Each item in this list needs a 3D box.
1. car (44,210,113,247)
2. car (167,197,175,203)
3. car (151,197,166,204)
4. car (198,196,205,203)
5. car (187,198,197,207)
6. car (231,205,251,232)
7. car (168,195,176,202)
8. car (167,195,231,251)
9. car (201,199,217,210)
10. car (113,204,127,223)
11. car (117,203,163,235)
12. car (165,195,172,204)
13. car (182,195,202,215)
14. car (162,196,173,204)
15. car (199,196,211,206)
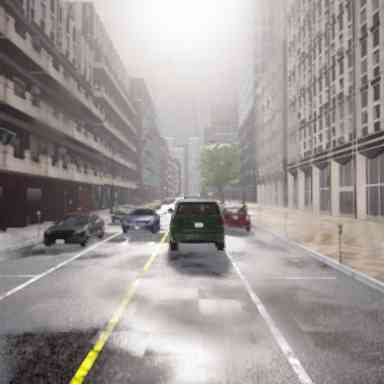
[{"bbox_3d":[-5.347,1.656,15.676,1.947,1.339,4.313,1,0,0],"label":"car"},{"bbox_3d":[-5.637,2.104,89.079,1.947,1.339,4.313,1,0,0],"label":"car"},{"bbox_3d":[-5.379,1.813,49.385,1.752,1.417,4.829,1,0,0],"label":"car"},{"bbox_3d":[2.511,1.978,89.045,1.967,1.590,4.097,1,0,0],"label":"car"},{"bbox_3d":[-0.031,1.859,60.517,1.837,1.490,4.892,0,-1,0],"label":"car"},{"bbox_3d":[2.532,1.562,21.218,1.967,1.590,4.097,1,0,0],"label":"car"},{"bbox_3d":[-5.646,1.891,94.727,2.192,1.841,5.009,1,0,0],"label":"car"},{"bbox_3d":[0.142,1.307,14.745,2.150,2.045,5.566,0,0,-2],"label":"car"},{"bbox_3d":[2.468,1.839,49.479,2.008,1.369,4.403,1,0,0],"label":"car"},{"bbox_3d":[-5.336,1.706,26.969,2.008,1.369,4.403,1,0,0],"label":"car"},{"bbox_3d":[-2.892,1.639,19.842,1.812,1.442,4.674,0,0,0],"label":"car"},{"bbox_3d":[-5.599,1.994,72.140,1.947,1.339,4.313,1,0,0],"label":"car"},{"bbox_3d":[0.015,1.446,38.678,2.150,2.045,5.566,0,0,0],"label":"car"},{"bbox_3d":[-5.609,1.779,77.788,2.192,1.841,5.009,1,0,0],"label":"car"},{"bbox_3d":[2.469,1.708,66.436,2.192,1.841,5.009,1,0,0],"label":"car"}]
